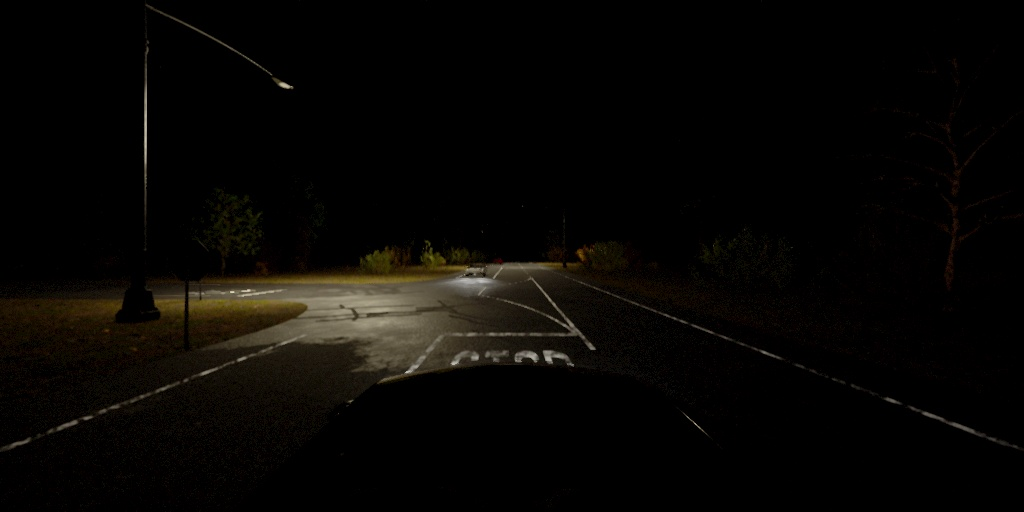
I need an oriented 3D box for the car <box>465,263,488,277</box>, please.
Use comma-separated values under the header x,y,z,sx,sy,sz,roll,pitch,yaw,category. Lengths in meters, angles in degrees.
x,y,z,sx,sy,sz,roll,pitch,yaw,category
-3.453,1.393,35.468,1.895,1.301,4.718,0,0,0,car
